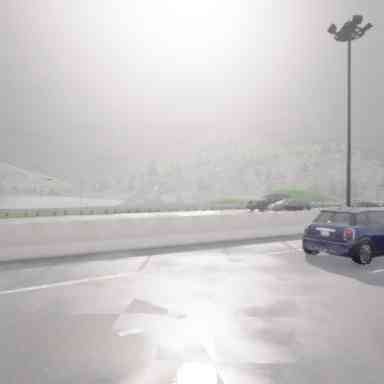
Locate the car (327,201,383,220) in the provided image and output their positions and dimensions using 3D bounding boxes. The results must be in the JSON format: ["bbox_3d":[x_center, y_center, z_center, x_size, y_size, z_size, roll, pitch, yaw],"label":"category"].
[{"bbox_3d":[14.337,1.514,28.531,5.357,1.411,2.033,0,0,-26],"label":"car"}]

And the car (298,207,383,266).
[{"bbox_3d":[6.044,1.338,11.694,4.553,1.767,2.097,0,0,-32],"label":"car"}]
